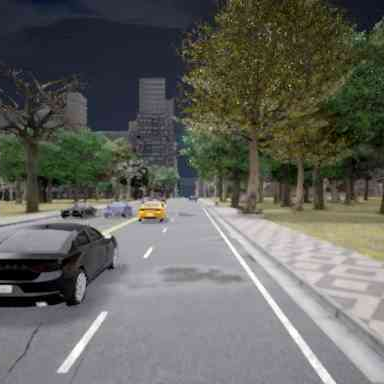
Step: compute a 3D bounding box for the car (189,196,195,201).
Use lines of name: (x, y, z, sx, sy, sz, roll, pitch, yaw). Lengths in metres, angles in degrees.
car: (0.019, 1.800, 93.911, 1.882, 1.535, 5.008, 0, -1, 0)

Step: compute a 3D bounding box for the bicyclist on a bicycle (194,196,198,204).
bicyclist on a bicycle: (0.908, 1.627, 68.307, 0.659, 1.776, 1.843, 0, 0, 0)

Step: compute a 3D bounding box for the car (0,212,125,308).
car: (-3.149, 1.483, 8.061, 1.882, 1.535, 5.008, 0, 0, 0)

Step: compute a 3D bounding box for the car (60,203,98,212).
car: (-9.841, 1.657, 29.224, 1.895, 1.301, 4.718, 0, 0, 0)

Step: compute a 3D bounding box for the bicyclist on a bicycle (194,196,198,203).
bicyclist on a bicycle: (0.906, 1.769, 77.868, 0.866, 1.612, 1.509, 0, -1, 0)

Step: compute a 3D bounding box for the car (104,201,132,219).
car: (-6.589, 1.586, 30.089, 1.812, 1.442, 4.674, 0, 0, 0)

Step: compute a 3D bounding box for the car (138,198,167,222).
car: (-3.144, 1.528, 27.200, 1.882, 1.535, 5.008, 0, 0, 0)
